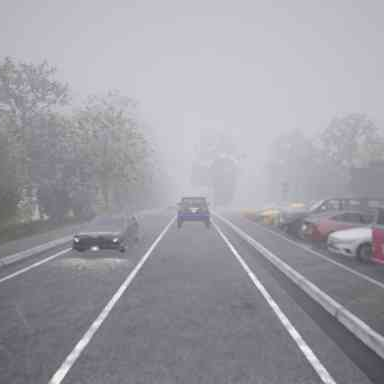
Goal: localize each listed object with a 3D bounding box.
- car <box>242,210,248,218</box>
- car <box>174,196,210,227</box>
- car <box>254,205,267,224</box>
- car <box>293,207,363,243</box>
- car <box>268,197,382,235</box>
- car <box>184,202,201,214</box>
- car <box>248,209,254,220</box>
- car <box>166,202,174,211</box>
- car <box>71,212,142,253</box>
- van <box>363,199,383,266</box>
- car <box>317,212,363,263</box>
[{"bbox_3d":[6.906,1.618,28.002,5.366,1.575,1.946,0,-1,0],"label":"car"},{"bbox_3d":[0.105,1.331,23.702,2.150,2.045,5.566,0,-1,0],"label":"car"},{"bbox_3d":[7.094,1.562,22.461,5.008,1.535,2.097,0,0,0],"label":"car"},{"bbox_3d":[7.110,1.551,14.136,4.792,1.488,2.163,0,0,0],"label":"car"},{"bbox_3d":[7.055,1.281,16.914,5.566,2.045,2.435,0,0,0],"label":"car"},{"bbox_3d":[0.111,2.011,42.705,2.033,1.411,5.357,0,-1,0],"label":"car"},{"bbox_3d":[7.095,1.588,25.233,4.892,1.521,2.231,0,-1,0],"label":"car"},{"bbox_3d":[-3.292,2.430,55.901,2.033,1.411,5.357,0,-2,1],"label":"car"},{"bbox_3d":[-3.346,1.584,14.135,2.033,1.411,5.357,0,0,0],"label":"car"},{"bbox_3d":[7.193,1.276,8.585,4.442,1.987,1.878,0,0,0],"label":"van"},{"bbox_3d":[7.081,1.552,11.361,4.674,1.452,2.002,0,0,0],"label":"car"}]
